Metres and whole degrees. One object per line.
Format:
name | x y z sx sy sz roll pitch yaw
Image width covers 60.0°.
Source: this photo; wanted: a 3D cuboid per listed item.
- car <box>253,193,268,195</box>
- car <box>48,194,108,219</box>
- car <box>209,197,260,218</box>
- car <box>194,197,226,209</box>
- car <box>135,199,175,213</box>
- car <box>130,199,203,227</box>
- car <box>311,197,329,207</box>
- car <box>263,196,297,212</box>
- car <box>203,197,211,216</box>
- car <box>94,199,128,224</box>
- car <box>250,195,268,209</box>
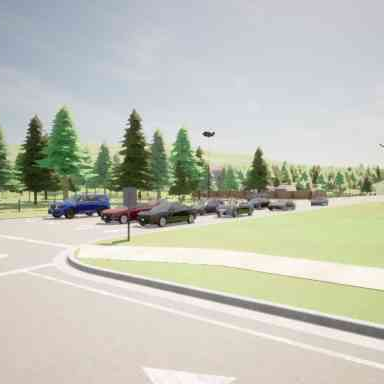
car | 11.726 1.217 58.701 2.150 2.045 5.566 0 0 36
car | -9.816 1.221 29.488 2.150 2.045 5.566 0 0 37
car | 3.989 1.492 30.558 2.128 1.511 4.902 0 0 36
car | 2.607 1.491 46.419 2.128 1.511 4.902 0 0 36
car | -4.040 1.526 37.346 1.812 1.442 4.674 0 0 36
car | -1.627 1.478 22.900 1.882 1.535 5.008 0 0 36
car | 20.211 1.555 52.517 1.837 1.490 4.892 0 0 36
car | 10.936 1.548 40.027 2.033 1.411 5.357 0 0 36
car | 1.313 1.547 32.827 2.033 1.411 5.357 0 0 37
car | -4.498 1.478 24.904 1.882 1.535 5.008 0 0 36
car | 8.530 1.478 42.656 1.882 1.535 5.008 0 0 36
